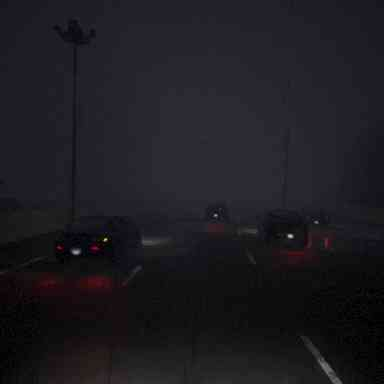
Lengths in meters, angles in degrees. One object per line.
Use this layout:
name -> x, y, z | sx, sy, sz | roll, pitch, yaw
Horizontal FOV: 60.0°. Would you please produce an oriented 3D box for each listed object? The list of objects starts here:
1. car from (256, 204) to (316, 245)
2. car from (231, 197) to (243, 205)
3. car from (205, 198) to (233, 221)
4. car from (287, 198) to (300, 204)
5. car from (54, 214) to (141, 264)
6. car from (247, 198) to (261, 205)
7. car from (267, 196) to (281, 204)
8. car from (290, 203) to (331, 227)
car -> 4.267, 1.572, 16.067 | 1.837, 1.490, 4.892 | 0, 0, 5
car -> 8.522, 1.652, 64.355 | 1.837, 1.490, 4.892 | 0, 0, 22
car -> 2.200, 1.548, 27.698 | 1.837, 1.490, 4.892 | 0, 0, 9
car -> 19.223, 1.775, 62.834 | 1.882, 1.535, 5.008 | 0, 0, 23
car -> -3.085, 1.487, 11.605 | 1.812, 1.442, 4.674 | 1, 0, 4
car -> 11.951, 1.797, 64.073 | 1.895, 1.301, 4.718 | 1, 0, 22
car -> 15.713, 1.601, 63.385 | 2.097, 1.767, 4.553 | 1, 0, 22
car -> 8.565, 1.732, 24.158 | 1.895, 1.301, 4.718 | 1, 0, 9
